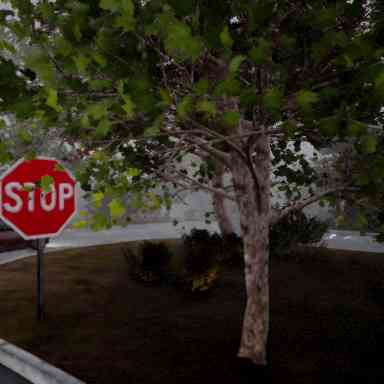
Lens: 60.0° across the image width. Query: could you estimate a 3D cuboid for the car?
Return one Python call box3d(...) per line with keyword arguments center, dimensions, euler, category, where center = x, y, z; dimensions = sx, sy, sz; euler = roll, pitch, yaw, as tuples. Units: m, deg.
box3d(center=(-7.504, 1.669, 12.753), dimensions=(1.994, 1.385, 4.181), euler=(0, -2, 16), category="car")
